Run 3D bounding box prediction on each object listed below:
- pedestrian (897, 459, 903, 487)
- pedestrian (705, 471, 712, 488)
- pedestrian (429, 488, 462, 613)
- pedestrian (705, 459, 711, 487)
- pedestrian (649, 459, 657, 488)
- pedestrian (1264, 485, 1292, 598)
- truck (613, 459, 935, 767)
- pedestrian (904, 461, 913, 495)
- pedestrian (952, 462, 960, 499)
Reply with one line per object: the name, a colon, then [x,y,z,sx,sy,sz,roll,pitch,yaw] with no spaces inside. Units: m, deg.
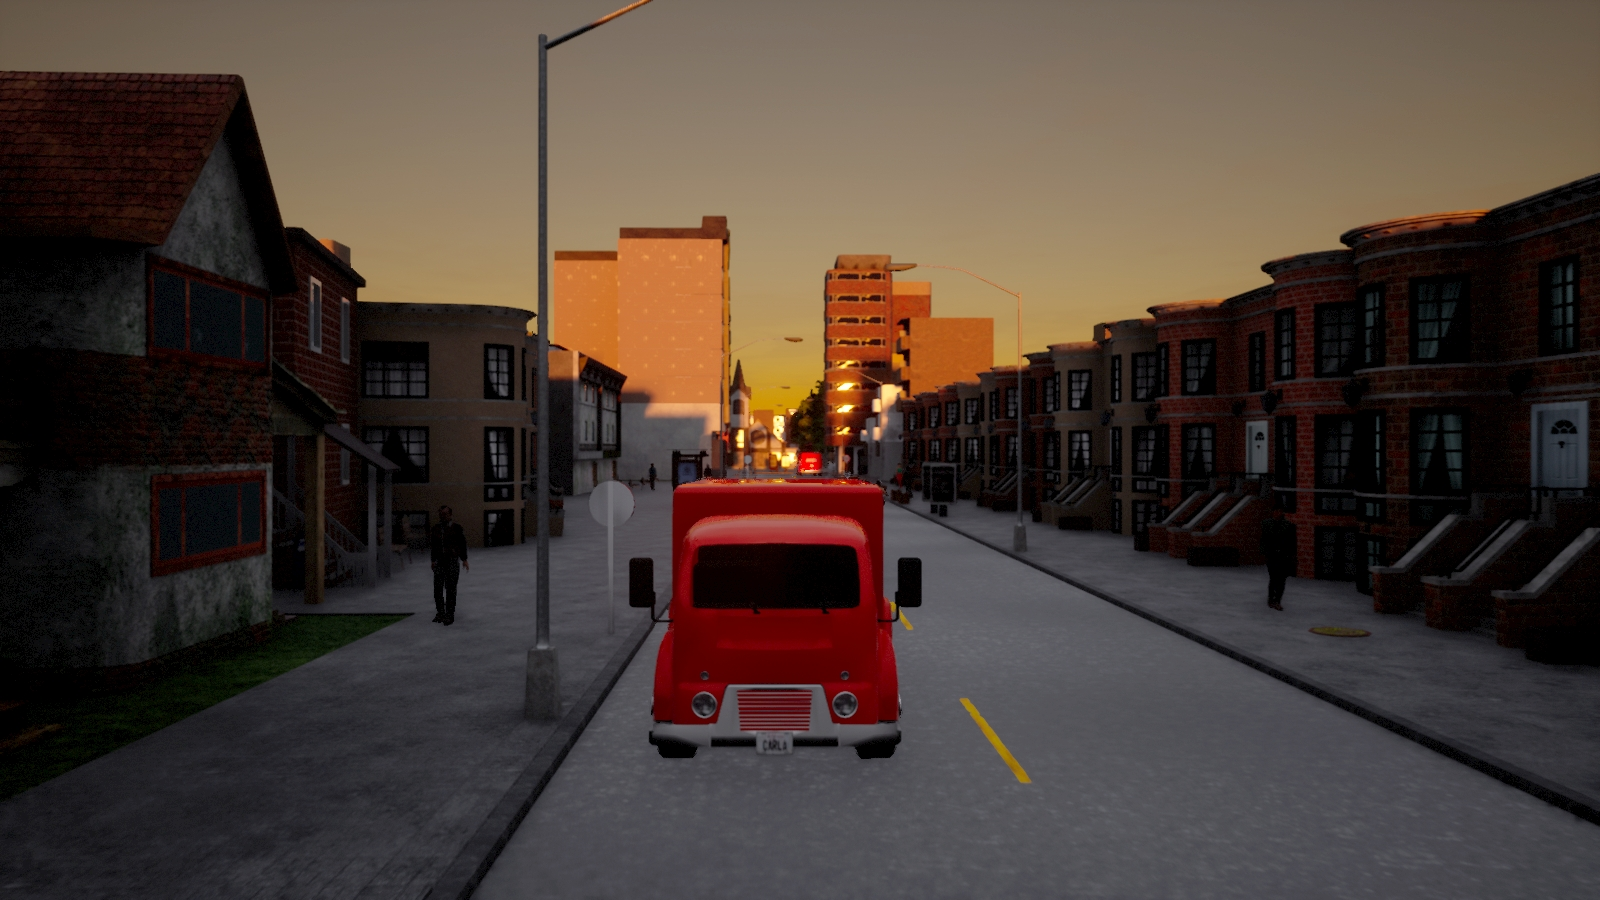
pedestrian: [6.713,1.525,76.860,0.375,1.860,0.375,0,0,-1]
pedestrian: [-5.949,1.907,74.259,0.500,1.100,0.500,0,0,-3]
pedestrian: [-5.409,1.524,17.438,0.375,1.860,0.375,0,0,5]
pedestrian: [-6.126,1.526,76.057,0.375,1.860,0.375,0,0,-4]
pedestrian: [-9.571,1.529,74.470,0.375,1.860,0.375,0,0,11]
pedestrian: [8.036,1.524,19.227,0.375,1.860,0.375,0,0,13]
truck: [-0.222,1.347,11.930,2.627,2.467,5.204,0,0,0]
pedestrian: [6.001,1.524,63.204,0.375,1.860,0.375,0,0,-24]
pedestrian: [7.819,1.525,57.214,0.375,1.860,0.375,0,0,1]
